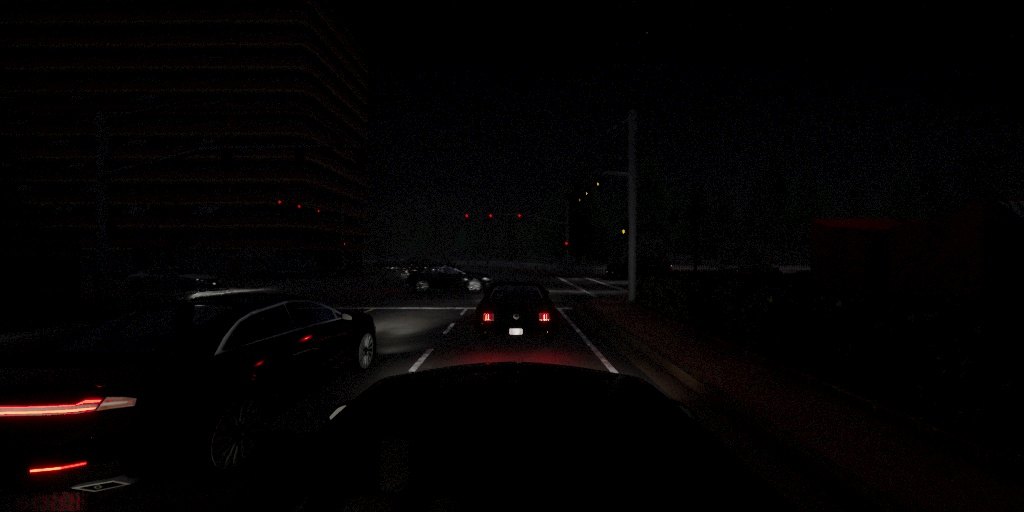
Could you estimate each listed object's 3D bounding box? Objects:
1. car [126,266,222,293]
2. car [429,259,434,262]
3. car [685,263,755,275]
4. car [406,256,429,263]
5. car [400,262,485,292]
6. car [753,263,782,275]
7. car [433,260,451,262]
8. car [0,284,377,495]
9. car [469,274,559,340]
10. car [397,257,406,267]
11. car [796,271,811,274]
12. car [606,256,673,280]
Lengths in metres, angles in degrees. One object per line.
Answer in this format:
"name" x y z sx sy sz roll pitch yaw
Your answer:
"car" -19.700 1.331 20.938 4.674 1.442 1.812 0 0 1
"car" -12.891 1.255 56.433 1.837 1.490 4.892 0 0 -32
"car" 15.646 1.406 27.799 4.718 1.301 1.895 0 0 1
"car" -11.794 0.971 44.803 2.150 2.045 5.566 0 0 -15
"car" -3.585 1.284 20.776 4.902 1.511 2.128 0 0 1
"car" 20.856 1.331 31.238 4.674 1.442 1.812 0 0 0
"car" -8.870 1.297 47.747 2.033 1.411 5.357 0 0 -18
"car" -3.426 1.242 4.729 2.128 1.511 4.902 0 0 0
"car" 0.113 1.351 9.993 1.895 1.301 4.718 0 0 1
"car" -15.360 1.276 53.778 1.812 1.442 4.674 0 0 -31
"car" 24.813 1.406 27.713 4.718 1.301 1.895 0 0 1
"car" 11.089 1.027 31.359 5.566 2.045 2.150 0 0 1
